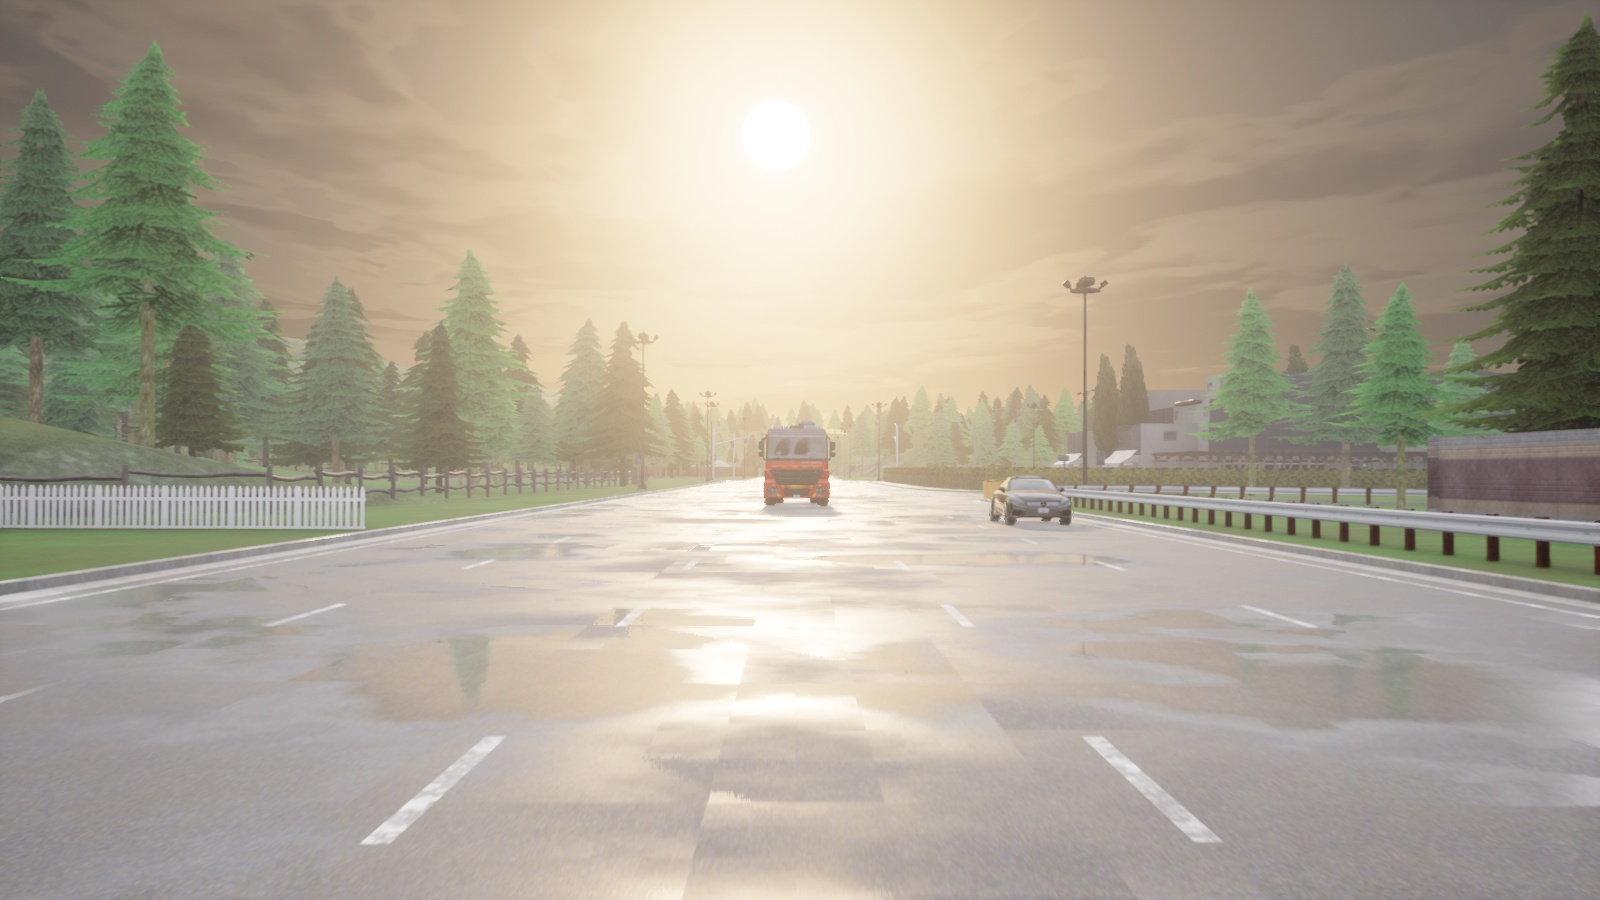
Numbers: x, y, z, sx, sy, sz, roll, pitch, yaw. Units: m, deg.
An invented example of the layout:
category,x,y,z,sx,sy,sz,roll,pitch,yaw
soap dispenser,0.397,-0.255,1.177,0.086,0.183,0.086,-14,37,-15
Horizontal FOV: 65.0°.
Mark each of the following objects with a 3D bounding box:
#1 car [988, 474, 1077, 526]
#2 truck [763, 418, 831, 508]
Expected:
category,x,y,z,sx,sy,sz,roll,pitch,yaw
car,6.912,1.445,37.773,1.812,1.442,4.674,0,-1,0
truck,-0.140,0.621,57.972,2.891,3.827,8.468,0,-1,0
